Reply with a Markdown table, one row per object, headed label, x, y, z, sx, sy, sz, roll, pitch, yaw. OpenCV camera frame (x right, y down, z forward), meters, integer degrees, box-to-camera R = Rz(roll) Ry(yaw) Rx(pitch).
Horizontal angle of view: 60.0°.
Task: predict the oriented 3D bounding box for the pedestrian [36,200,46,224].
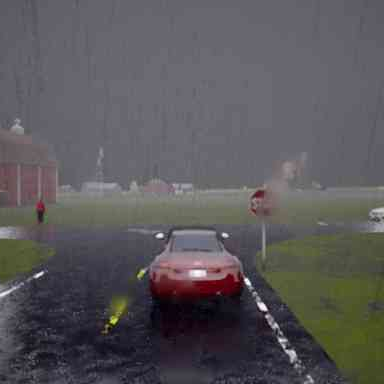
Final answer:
| label | x | y | z | sx | sy | sz | roll | pitch | yaw |
| --- | --- | --- | --- | --- | --- | --- | --- | --- | --- |
| pedestrian | -11.217 | 1.457 | 24.638 | 0.375 | 1.860 | 0.375 | 0 | 0 | 4 |

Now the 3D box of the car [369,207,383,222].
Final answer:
| label | x | y | z | sx | sy | sz | roll | pitch | yaw |
| --- | --- | --- | --- | --- | --- | --- | --- | --- | --- |
| car | 14.034 | 1.252 | 21.704 | 4.674 | 1.442 | 1.812 | -1 | 0 | -4 |

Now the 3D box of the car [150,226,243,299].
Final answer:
| label | x | y | z | sx | sy | sz | roll | pitch | yaw |
| --- | --- | --- | --- | --- | --- | --- | --- | --- | --- |
| car | 0.027 | 1.554 | 8.492 | 1.994 | 1.385 | 4.181 | 0 | 0 | -2 |
